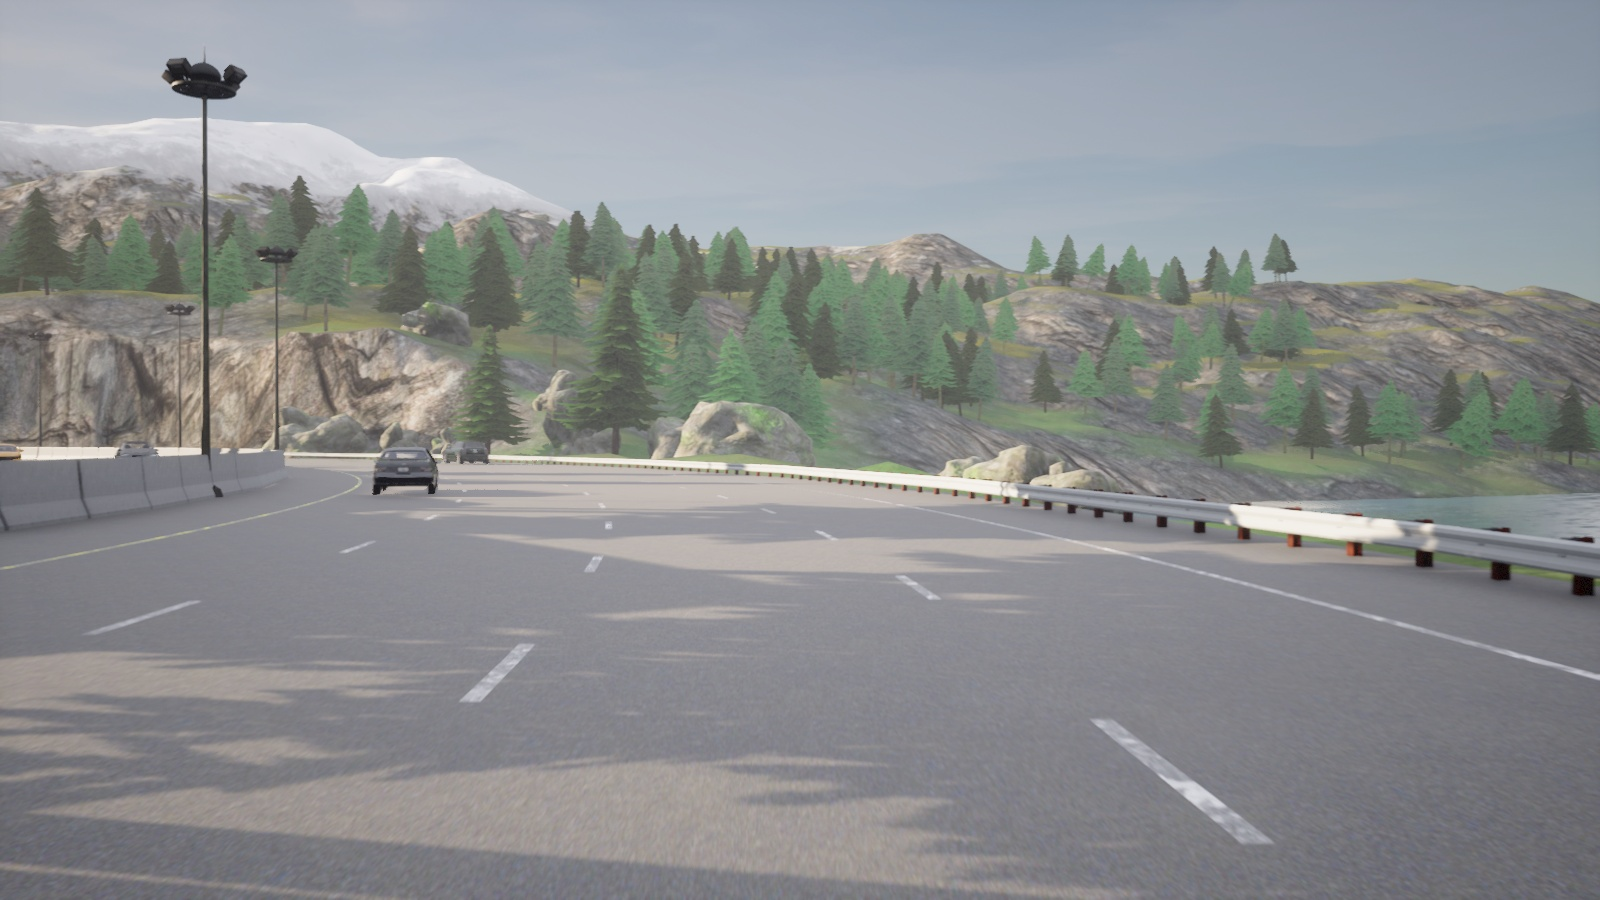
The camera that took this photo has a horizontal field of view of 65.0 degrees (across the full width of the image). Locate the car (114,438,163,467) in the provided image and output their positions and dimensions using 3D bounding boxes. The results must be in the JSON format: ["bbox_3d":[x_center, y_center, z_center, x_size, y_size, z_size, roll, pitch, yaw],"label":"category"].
[{"bbox_3d":[-40.464,0.139,76.779,2.242,1.667,4.611,0,0,-33],"label":"car"}]

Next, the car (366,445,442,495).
[{"bbox_3d":[-12.082,0.571,38.600,2.033,1.411,5.357,0,0,-15],"label":"car"}]

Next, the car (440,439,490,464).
[{"bbox_3d":[-24.044,0.086,89.959,2.097,1.767,4.553,0,0,-34],"label":"car"}]

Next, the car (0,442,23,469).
[{"bbox_3d":[-45.751,0.296,72.026,1.882,1.535,5.008,0,0,-33],"label":"car"}]
